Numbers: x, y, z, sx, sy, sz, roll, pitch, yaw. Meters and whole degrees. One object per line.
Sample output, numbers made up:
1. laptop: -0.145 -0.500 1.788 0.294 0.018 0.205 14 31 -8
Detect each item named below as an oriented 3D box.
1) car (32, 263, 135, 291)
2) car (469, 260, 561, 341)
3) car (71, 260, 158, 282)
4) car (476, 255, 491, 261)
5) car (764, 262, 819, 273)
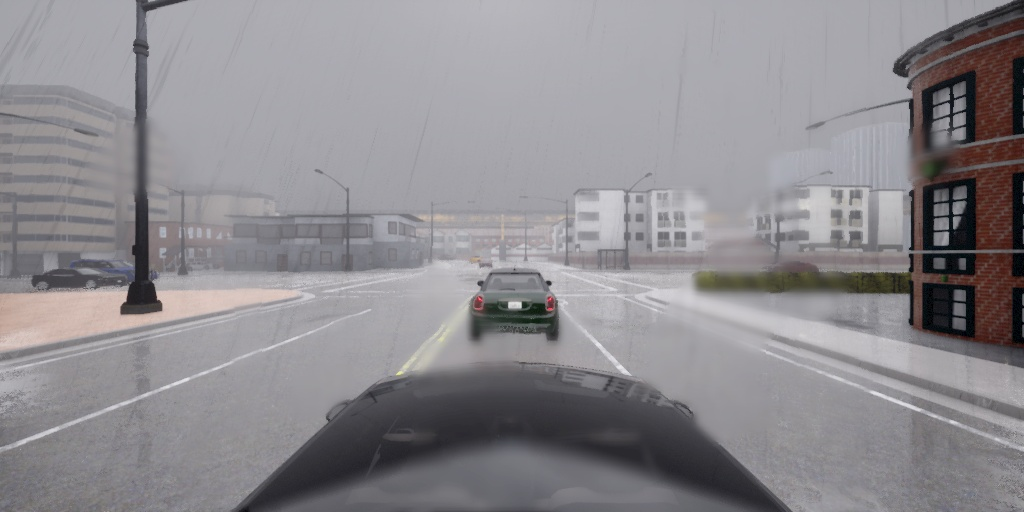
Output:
1. car: -29.373 1.505 24.479 5.008 1.535 1.882 -1 0 -1
2. car: 0.072 1.100 9.992 2.097 1.767 4.553 0 0 0
3. car: -31.134 1.283 27.937 5.566 2.045 2.150 -1 0 -1
4. car: -3.811 0.967 52.785 1.882 1.535 5.008 0 1 -3
5. car: 27.547 1.266 35.405 4.674 1.442 1.812 0 0 3
